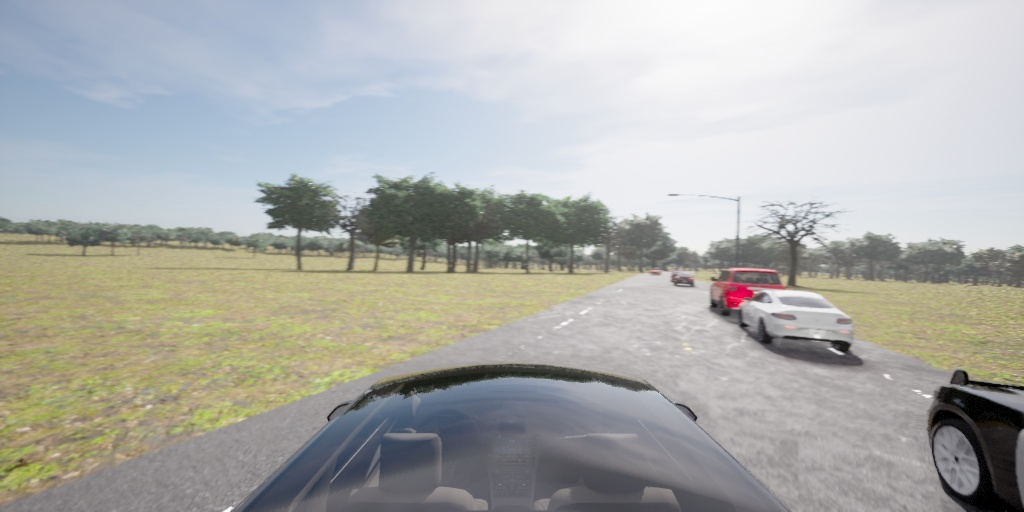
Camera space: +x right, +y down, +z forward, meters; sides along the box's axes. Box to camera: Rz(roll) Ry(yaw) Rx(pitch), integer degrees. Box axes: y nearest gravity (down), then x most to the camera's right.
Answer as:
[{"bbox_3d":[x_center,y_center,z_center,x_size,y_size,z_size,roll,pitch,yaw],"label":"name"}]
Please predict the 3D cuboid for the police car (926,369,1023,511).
[{"bbox_3d":[4.248,1.344,1.490,1.930,1.638,5.238,2,-1,23],"label":"police car"}]

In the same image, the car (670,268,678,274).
[{"bbox_3d":[22.408,2.726,48.218,1.882,1.535,5.008,2,-1,22],"label":"car"}]

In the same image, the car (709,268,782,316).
[{"bbox_3d":[10.443,1.573,16.216,2.150,2.045,5.566,2,-1,22],"label":"car"}]

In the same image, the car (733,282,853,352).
[{"bbox_3d":[8.125,1.713,10.622,1.812,1.442,4.674,2,-1,23],"label":"car"}]

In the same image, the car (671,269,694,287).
[{"bbox_3d":[18.653,2.499,38.934,1.812,1.442,4.674,2,-1,23],"label":"car"}]
